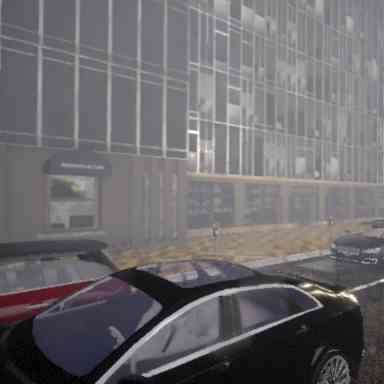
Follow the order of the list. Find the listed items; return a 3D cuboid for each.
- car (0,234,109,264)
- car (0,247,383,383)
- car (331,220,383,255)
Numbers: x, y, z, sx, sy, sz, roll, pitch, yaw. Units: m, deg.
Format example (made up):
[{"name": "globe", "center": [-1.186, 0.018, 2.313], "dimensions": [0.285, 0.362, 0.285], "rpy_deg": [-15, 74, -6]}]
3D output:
[{"name": "car", "center": [-2.842, 1.459, 4.512], "dimensions": [4.097, 1.590, 1.967], "rpy_deg": [0, 0, -36]}, {"name": "car", "center": [-0.273, 1.510, 3.175], "dimensions": [4.902, 1.511, 2.128], "rpy_deg": [0, 0, -36]}, {"name": "car", "center": [6.392, 1.636, 11.159], "dimensions": [4.403, 1.369, 2.008], "rpy_deg": [0, 0, -36]}]
